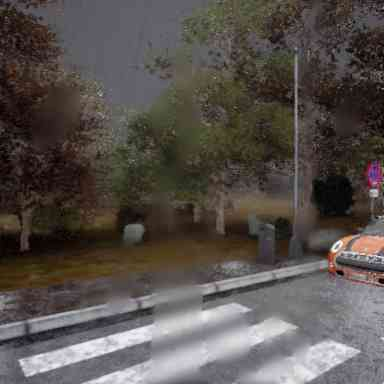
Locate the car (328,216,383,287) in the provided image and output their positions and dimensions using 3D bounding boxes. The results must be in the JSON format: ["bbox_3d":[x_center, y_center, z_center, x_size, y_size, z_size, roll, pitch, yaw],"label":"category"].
[{"bbox_3d":[5.779,1.433,9.163,4.553,1.767,2.097,1,0,-36],"label":"car"}]
